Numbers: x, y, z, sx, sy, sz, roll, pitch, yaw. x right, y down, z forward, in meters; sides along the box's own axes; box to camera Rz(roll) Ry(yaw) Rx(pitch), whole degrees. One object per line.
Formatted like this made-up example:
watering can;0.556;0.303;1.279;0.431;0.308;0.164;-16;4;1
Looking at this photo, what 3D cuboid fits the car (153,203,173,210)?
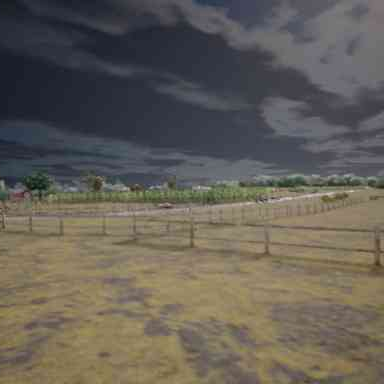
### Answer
car;-5.833;2.918;67.540;1.812;1.442;4.674;-3;-1;36
